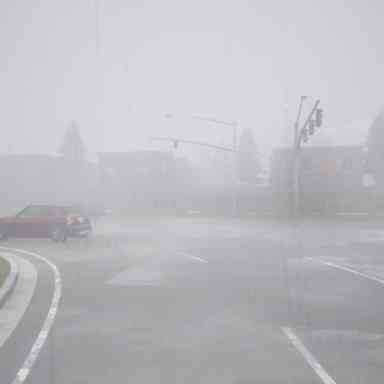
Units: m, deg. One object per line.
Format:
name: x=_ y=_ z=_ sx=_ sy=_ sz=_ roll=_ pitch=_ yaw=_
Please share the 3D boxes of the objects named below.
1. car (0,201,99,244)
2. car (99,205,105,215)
car: x=-7.138 y=1.351 z=15.715 sx=4.553 sy=1.767 sz=2.097 roll=0 pitch=0 yaw=12
car: x=-9.532 y=1.493 z=26.958 sx=4.902 sy=1.511 sz=2.128 roll=0 pitch=0 yaw=12
